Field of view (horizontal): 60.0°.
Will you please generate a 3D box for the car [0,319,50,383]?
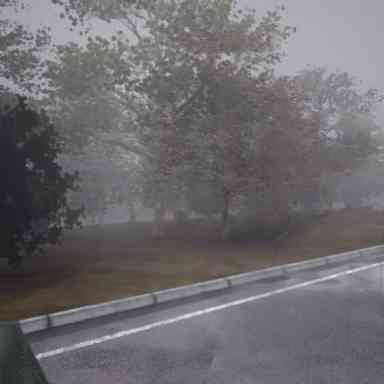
[{"bbox_3d":[-3.292,1.614,1.644,4.718,1.301,1.895,-1,0,-35],"label":"car"}]
